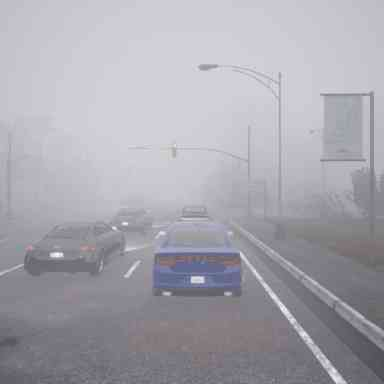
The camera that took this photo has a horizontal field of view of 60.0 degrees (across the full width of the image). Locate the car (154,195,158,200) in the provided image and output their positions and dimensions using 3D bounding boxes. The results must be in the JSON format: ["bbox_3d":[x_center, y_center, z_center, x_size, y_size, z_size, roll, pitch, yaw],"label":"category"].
[{"bbox_3d":[-10.354,1.493,89.041,1.994,1.385,4.181,0,0,0],"label":"car"}]

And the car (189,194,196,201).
[{"bbox_3d":[0.141,1.533,85.615,2.033,1.411,5.357,0,0,0],"label":"car"}]

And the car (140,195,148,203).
[{"bbox_3d":[-10.425,1.564,64.883,1.994,1.385,4.181,0,0,1],"label":"car"}]

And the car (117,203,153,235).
[{"bbox_3d":[-3.370,1.564,18.806,1.994,1.385,4.181,0,0,0],"label":"car"}]

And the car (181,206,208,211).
[{"bbox_3d":[0.129,1.491,18.148,2.128,1.511,4.902,0,0,0],"label":"car"}]

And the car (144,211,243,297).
[{"bbox_3d":[0.113,1.478,8.649,1.882,1.535,5.008,0,0,0],"label":"car"}]

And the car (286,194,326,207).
[{"bbox_3d":[14.791,1.221,41.826,5.566,2.045,2.150,0,0,2],"label":"car"}]

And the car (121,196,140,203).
[{"bbox_3d":[-10.495,1.491,55.476,2.128,1.511,4.902,0,0,0],"label":"car"}]

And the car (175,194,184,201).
[{"bbox_3d":[-3.359,1.349,86.007,2.097,1.767,4.553,0,0,0],"label":"car"}]

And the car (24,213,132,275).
[{"bbox_3d":[-3.393,1.564,10.423,1.994,1.385,4.181,0,0,1],"label":"car"}]

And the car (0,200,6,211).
[{"bbox_3d":[-23.702,1.222,36.832,5.566,2.045,2.150,0,0,3],"label":"car"}]

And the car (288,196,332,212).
[{"bbox_3d":[14.077,1.478,38.341,5.008,1.535,1.882,0,0,3],"label":"car"}]

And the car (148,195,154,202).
[{"bbox_3d":[-10.377,1.524,75.333,1.812,1.442,4.674,0,0,0],"label":"car"}]
